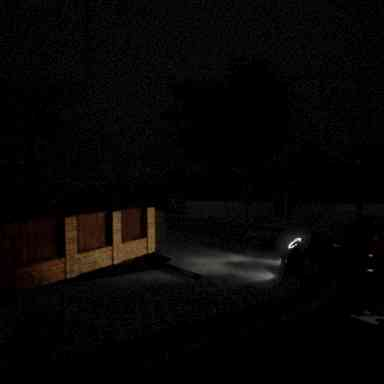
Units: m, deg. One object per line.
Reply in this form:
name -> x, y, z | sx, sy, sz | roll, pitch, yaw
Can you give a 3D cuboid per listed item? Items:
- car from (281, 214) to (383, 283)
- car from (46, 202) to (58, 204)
car -> 4.537, 1.314, 8.021 | 4.553, 1.767, 2.097 | 0, -4, 25
car -> -19.624, 2.089, 46.879 | 1.882, 1.535, 5.008 | 1, -2, -42
